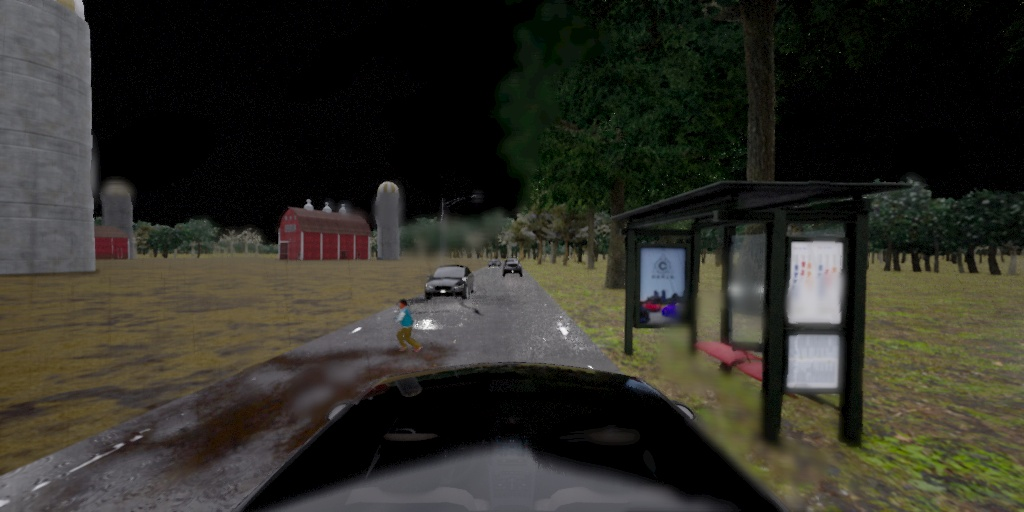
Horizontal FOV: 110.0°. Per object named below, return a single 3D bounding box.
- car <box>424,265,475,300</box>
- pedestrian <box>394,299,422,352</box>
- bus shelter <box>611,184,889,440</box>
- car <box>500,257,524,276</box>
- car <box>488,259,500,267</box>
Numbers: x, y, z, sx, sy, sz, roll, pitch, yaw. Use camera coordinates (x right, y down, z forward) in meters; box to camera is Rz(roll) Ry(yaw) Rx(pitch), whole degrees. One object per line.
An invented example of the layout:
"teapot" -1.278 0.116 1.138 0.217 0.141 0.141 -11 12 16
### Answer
"car" -2.868 1.200 17.299 1.837 1.490 4.892 0 1 0
"pedestrian" -2.130 1.406 7.312 0.500 1.100 0.500 -1 1 -5
"bus shelter" 3.121 0.611 5.849 1.920 2.740 3.880 0 0 0
"car" 0.054 1.156 35.321 1.837 1.490 4.892 0 0 0
"car" -2.896 1.182 59.463 1.994 1.385 4.181 0 0 0
